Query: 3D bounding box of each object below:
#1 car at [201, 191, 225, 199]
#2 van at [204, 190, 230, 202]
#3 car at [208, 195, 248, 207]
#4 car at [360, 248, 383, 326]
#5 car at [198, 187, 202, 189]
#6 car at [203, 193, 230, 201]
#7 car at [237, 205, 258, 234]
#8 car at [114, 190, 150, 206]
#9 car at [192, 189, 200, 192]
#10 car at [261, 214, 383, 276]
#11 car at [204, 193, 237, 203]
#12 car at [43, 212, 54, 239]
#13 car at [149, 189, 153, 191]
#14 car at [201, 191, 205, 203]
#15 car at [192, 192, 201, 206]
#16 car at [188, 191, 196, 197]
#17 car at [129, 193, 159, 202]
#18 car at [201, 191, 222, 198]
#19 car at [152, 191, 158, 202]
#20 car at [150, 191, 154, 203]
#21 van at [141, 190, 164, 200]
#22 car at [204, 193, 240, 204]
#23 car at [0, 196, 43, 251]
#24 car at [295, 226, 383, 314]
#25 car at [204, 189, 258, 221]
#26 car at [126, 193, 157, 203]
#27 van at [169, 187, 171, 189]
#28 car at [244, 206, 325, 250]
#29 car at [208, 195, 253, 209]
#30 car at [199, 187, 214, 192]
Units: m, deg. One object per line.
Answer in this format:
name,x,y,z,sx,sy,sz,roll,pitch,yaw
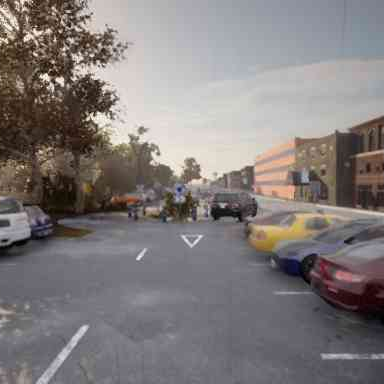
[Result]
car,4.411,0.678,71.396,5.008,1.535,2.097,0,1,0
van,4.258,0.685,57.247,4.442,1.987,1.878,0,0,0
car,4.335,1.082,40.295,4.674,1.452,2.002,0,0,0
car,4.568,1.490,3.144,4.792,1.488,2.163,0,0,0
car,4.405,0.194,85.517,4.553,1.767,2.185,0,1,0
car,4.378,0.929,60.074,4.674,1.452,2.002,0,0,0
car,4.518,1.437,14.135,4.674,1.452,2.002,-1,0,0
car,-8.205,0.895,43.111,4.553,1.767,2.185,0,0,0
car,-0.025,0.711,64.407,2.097,1.767,4.553,0,1,0
car,4.507,1.458,8.711,4.792,1.488,2.163,0,0,0
car,4.357,0.955,51.597,5.008,1.535,2.097,0,0,0
car,-8.516,1.270,14.275,4.553,1.767,2.185,0,0,0
car,-8.168,0.639,59.927,5.566,2.045,2.435,0,0,0
car,4.164,0.995,45.946,5.366,1.575,1.946,0,0,0
car,-0.029,1.056,44.489,1.812,1.442,4.674,0,0,1
car,0.009,0.412,80.257,2.033,1.411,5.357,0,1,0
car,-8.173,0.942,57.106,4.792,1.488,2.163,0,0,0
car,4.415,0.575,77.047,4.674,1.452,2.002,0,1,0
car,-8.222,0.956,51.583,4.892,1.521,2.231,0,0,0
car,-8.225,1.000,45.811,5.008,1.535,2.097,0,0,0
van,-8.055,0.526,68.538,4.442,1.987,1.878,0,1,0
car,4.361,0.976,48.772,5.008,1.535,2.097,0,0,0
car,-8.574,1.161,11.489,5.566,2.045,2.435,0,0,0
car,4.535,1.484,5.928,4.674,1.452,2.002,0,0,0
car,3.209,1.006,24.363,2.150,2.045,5.566,2,2,26
car,-8.180,0.964,54.282,4.792,1.488,2.163,0,0,0
van,-8.254,0.167,82.655,4.442,1.987,1.878,0,1,0
car,4.720,1.409,11.494,5.366,1.575,1.946,0,0,0
car,4.302,1.094,37.468,4.792,1.488,2.163,0,0,0
car,4.396,0.682,54.421,5.566,2.045,2.435,0,0,0
